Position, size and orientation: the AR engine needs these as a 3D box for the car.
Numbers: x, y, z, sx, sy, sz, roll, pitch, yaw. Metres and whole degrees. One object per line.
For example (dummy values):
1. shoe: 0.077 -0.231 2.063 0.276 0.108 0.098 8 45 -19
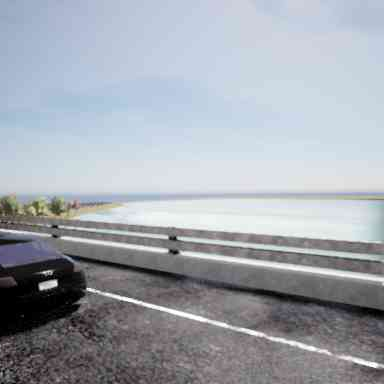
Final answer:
1. car: -4.133 1.593 6.975 4.181 1.385 1.994 0 0 36
